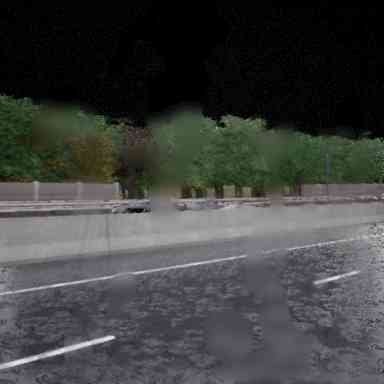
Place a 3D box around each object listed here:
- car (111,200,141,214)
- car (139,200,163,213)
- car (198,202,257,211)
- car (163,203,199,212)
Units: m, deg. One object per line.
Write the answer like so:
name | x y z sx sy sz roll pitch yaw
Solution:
car | -4.934 1.480 30.550 4.902 1.511 2.128 0 0 -35
car | -1.793 1.586 28.494 4.718 1.301 1.895 0 0 -35
car | 3.027 1.509 23.331 4.674 1.442 1.812 0 0 -35
car | 0.782 1.531 26.032 5.357 1.411 2.033 0 0 -35
